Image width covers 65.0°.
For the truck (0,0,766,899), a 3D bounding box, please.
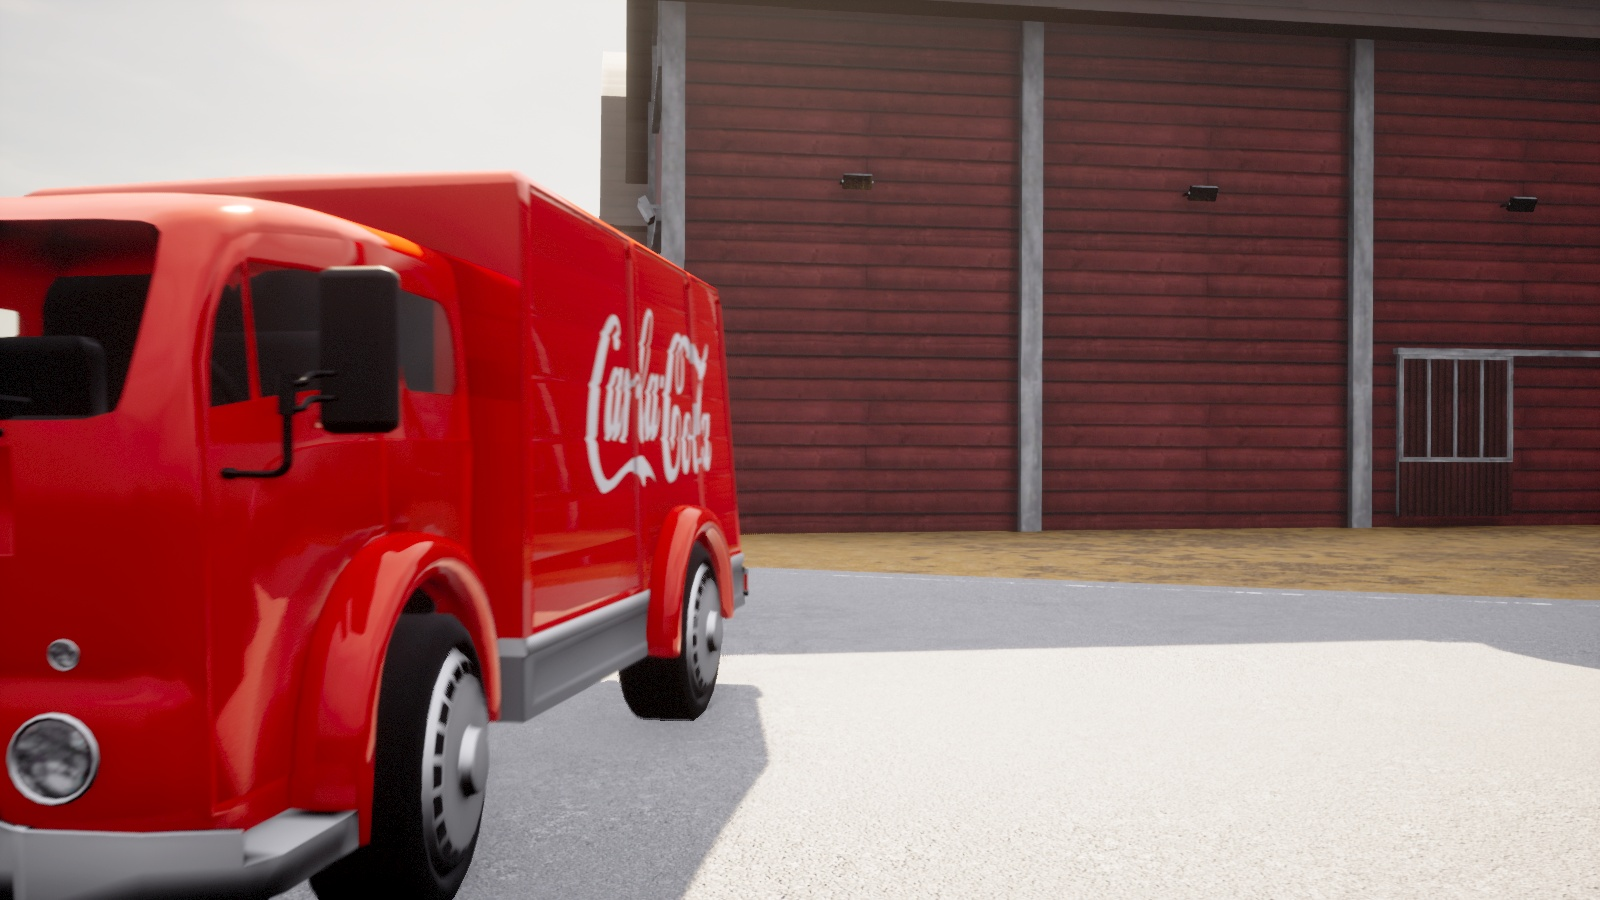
[{"bbox_3d":[-1.905,0.174,5.431,2.627,2.467,5.204,0,0,9],"label":"truck"}]
